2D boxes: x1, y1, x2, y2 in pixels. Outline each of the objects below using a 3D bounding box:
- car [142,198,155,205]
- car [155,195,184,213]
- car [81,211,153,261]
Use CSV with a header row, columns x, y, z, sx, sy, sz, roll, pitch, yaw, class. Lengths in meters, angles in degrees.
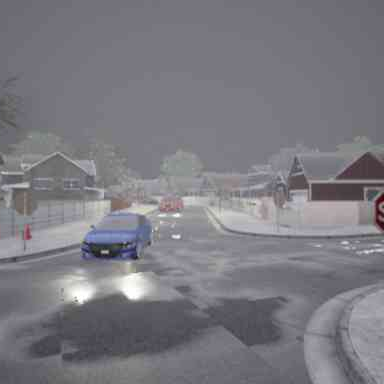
x,y,z,sx,sy,sz,roll,pitch,yaw,class
-7.702,1.738,61.079,2.033,1.411,5.357,0,-1,-23,car
-2.251,1.407,38.404,2.150,2.045,5.566,0,1,8,car
-2.681,1.561,12.808,1.882,1.535,5.008,0,1,0,car
